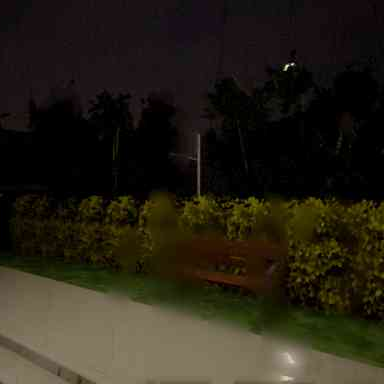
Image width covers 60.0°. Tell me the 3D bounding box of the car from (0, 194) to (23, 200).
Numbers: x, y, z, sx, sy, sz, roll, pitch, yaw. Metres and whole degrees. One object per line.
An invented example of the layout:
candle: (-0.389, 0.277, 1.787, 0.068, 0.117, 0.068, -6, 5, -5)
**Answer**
car: (-14.571, 1.207, 27.752, 2.150, 2.045, 5.566, 0, 0, 35)
